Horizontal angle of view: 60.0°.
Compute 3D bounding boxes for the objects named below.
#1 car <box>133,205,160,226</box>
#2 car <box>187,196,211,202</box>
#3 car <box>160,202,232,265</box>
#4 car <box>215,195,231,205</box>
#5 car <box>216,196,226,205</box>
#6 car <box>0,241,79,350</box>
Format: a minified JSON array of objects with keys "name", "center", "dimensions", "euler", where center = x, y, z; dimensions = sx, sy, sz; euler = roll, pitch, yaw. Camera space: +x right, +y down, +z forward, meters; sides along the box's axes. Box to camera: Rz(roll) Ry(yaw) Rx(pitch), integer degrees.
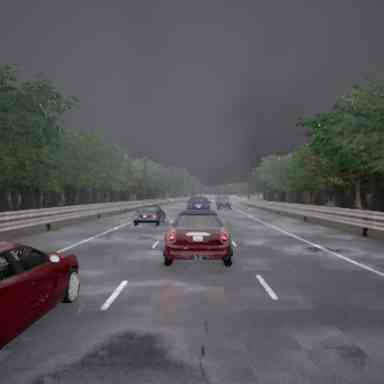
[{"name":"car","center":[-3.052,1.698,24.648],"dimensions":[2.033,1.411,5.357],"euler":[0,0,2]},{"name":"car","center":[0.669,1.437,31.876],"dimensions":[2.150,2.045,5.566],"euler":[0,0,2]},{"name":"car","center":[0.206,1.416,12.055],"dimensions":[2.097,1.767,4.553],"euler":[0,0,1]},{"name":"car","center":[4.982,1.780,52.462],"dimensions":[2.097,1.767,4.553],"euler":[0,-1,3]},{"name":"car","center":[6.410,1.881,74.324],"dimensions":[2.150,2.045,5.566],"euler":[0,-1,4]},{"name":"car","center":[-3.366,1.502,5.227],"dimensions":[1.882,1.535,5.008],"euler":[0,0,0]}]
